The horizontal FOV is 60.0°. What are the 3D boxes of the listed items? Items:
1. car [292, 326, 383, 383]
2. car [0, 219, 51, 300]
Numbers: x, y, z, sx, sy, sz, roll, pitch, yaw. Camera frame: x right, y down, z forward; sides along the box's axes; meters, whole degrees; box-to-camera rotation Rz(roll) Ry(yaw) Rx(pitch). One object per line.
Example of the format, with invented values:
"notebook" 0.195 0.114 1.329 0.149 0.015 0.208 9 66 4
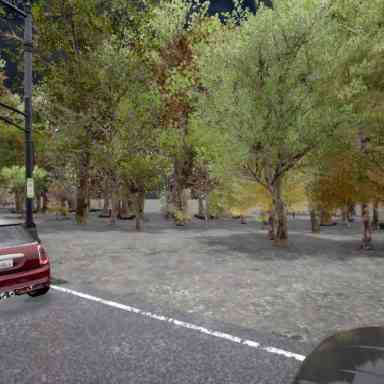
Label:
"car" 2.944 1.497 1.588 4.892 1.490 1.837 0 1 36
"car" -5.196 1.350 7.379 4.553 1.767 2.097 0 1 35
